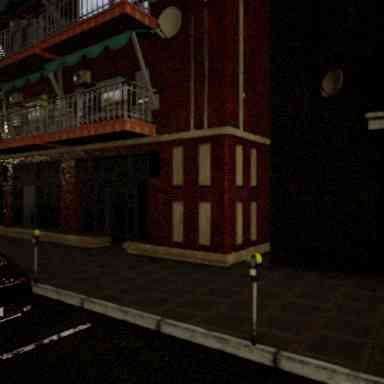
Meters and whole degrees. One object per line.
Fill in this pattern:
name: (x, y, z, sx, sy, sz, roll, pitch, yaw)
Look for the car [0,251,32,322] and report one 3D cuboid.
car: (-4.731, 1.609, 6.242, 4.403, 1.369, 2.008, -1, 0, 36)
